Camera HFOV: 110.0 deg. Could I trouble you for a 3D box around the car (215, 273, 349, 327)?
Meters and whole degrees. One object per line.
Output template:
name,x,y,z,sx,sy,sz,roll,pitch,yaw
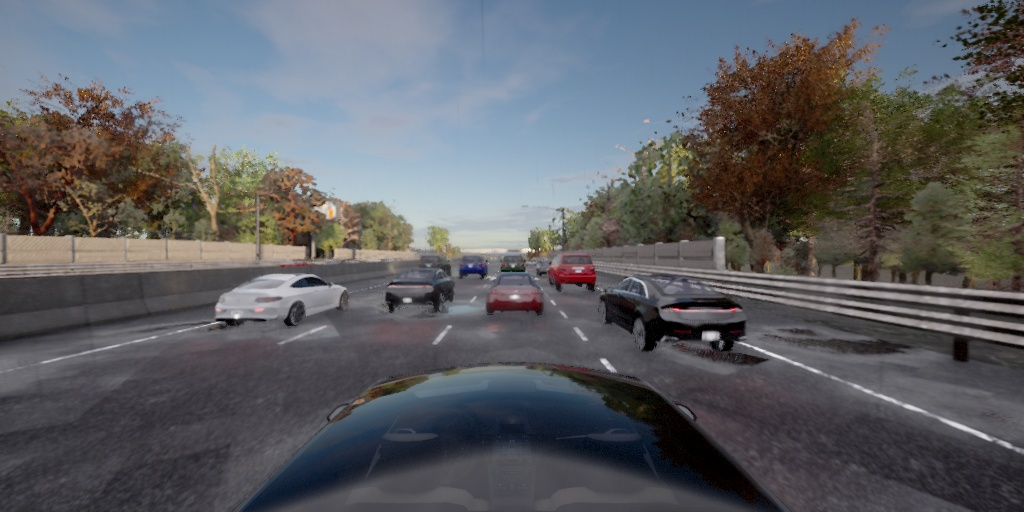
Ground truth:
car,-6.904,1.261,11.310,1.812,1.442,4.674,0,0,0

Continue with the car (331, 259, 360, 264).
car,-21.095,1.299,46.695,1.895,1.301,4.718,0,0,0

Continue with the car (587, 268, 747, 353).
car,3.534,1.211,8.840,2.128,1.511,4.902,0,0,-1

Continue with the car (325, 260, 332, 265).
car,-24.578,1.200,50.626,1.837,1.490,4.892,0,0,0

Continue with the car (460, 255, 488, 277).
car,-3.412,0.932,32.367,2.150,2.045,5.566,0,0,0

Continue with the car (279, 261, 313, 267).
car,-28.088,1.299,46.741,1.895,1.301,4.718,0,0,0

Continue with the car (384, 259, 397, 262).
car,-17.583,1.219,51.808,1.812,1.442,4.674,0,0,0

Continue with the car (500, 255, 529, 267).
car,0.090,0.932,32.429,2.150,2.045,5.566,0,0,0

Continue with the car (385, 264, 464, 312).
car,-3.404,1.223,14.097,2.128,1.511,4.902,0,0,0

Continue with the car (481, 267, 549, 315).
car,0.098,1.296,13.578,1.994,1.385,4.181,0,0,0

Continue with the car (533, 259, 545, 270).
car,3.488,1.244,35.484,1.994,1.385,4.181,0,0,0

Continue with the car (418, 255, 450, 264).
car,-6.912,0.932,32.378,2.150,2.045,5.566,0,0,0

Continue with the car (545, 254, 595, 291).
car,3.494,0.895,21.523,2.150,2.045,5.566,0,0,0
